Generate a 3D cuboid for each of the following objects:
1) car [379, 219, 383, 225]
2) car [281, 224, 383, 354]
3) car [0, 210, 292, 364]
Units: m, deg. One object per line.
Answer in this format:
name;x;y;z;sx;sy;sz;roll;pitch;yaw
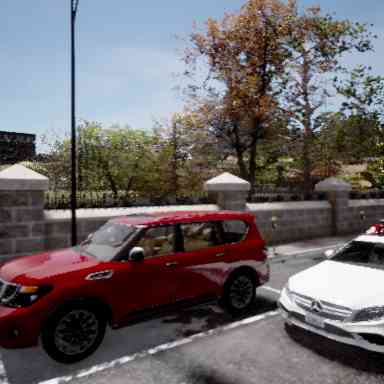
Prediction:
car;8.270;1.423;12.471;4.097;1.590;1.967;0;0;-36
car;3.610;1.518;5.969;4.674;1.442;1.812;0;0;-35
car;-0.740;1.311;6.039;5.009;1.841;2.192;0;0;-36
